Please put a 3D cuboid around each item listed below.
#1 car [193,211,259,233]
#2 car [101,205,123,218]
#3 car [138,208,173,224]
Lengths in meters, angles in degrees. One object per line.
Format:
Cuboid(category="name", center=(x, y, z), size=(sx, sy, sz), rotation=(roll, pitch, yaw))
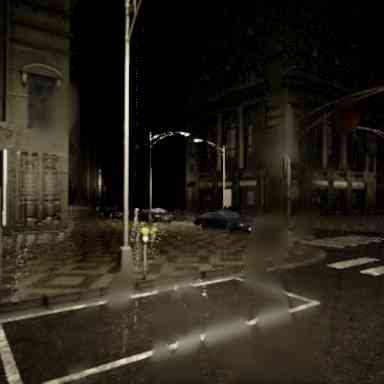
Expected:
Cuboid(category="car", center=(2.228, 2.035, 23.568), size=(2.033, 1.411, 5.357), rotation=(1, -1, -35))
Cuboid(category="car", center=(-9.396, 2.346, 39.982), size=(1.837, 1.490, 4.892), rotation=(1, -1, -35))
Cuboid(category="car", center=(-3.506, 2.225, 31.658), size=(1.994, 1.385, 4.181), rotation=(1, -1, -35))
